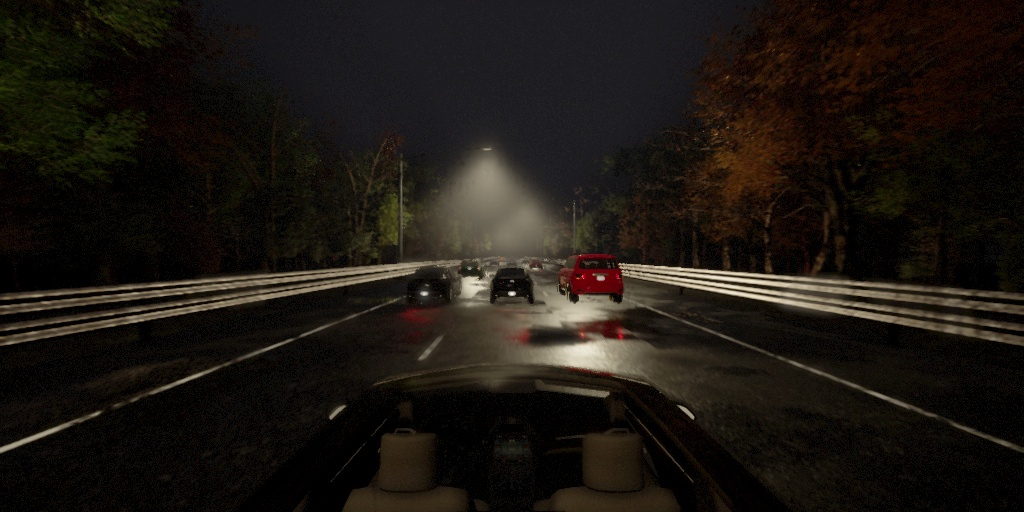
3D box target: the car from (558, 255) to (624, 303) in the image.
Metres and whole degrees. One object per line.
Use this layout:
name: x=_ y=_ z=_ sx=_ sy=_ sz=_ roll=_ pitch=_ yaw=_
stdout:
car: x=3.500 y=0.966 z=16.799 sx=2.150 sy=2.045 sz=5.566 roll=0 pitch=0 yaw=0

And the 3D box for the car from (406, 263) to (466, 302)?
car: x=-3.499 y=1.251 z=16.749 sx=1.837 sy=1.490 sz=4.892 roll=0 pitch=0 yaw=0

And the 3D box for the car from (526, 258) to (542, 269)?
car: x=3.497 y=1.238 z=53.814 sx=1.812 sy=1.442 sz=4.674 roll=0 pitch=0 yaw=0

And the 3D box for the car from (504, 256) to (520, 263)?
car: x=-0.003 y=1.247 z=63.810 sx=2.033 sy=1.411 sz=5.357 roll=0 pitch=0 yaw=0

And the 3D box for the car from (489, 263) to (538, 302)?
car: x=0.002 y=1.251 z=16.749 sx=1.837 sy=1.490 sz=4.892 roll=0 pitch=0 yaw=0

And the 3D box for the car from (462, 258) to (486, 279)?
car: x=-3.501 y=1.085 z=31.720 sx=2.097 sy=1.767 sz=4.553 roll=0 pitch=0 yaw=0
